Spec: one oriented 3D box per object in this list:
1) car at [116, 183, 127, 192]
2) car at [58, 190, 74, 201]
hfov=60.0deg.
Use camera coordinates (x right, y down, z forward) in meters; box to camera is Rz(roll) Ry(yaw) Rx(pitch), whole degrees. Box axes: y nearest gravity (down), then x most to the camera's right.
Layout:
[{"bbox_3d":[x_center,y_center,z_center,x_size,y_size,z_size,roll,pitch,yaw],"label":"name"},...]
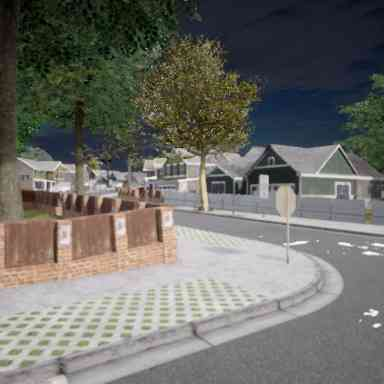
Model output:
[{"bbox_3d":[-19.635,-0.944,91.720,1.882,1.535,5.008,0,2,-1],"label":"car"},{"bbox_3d":[-17.920,0.461,47.135,2.128,1.511,4.902,0,1,-31],"label":"car"}]
